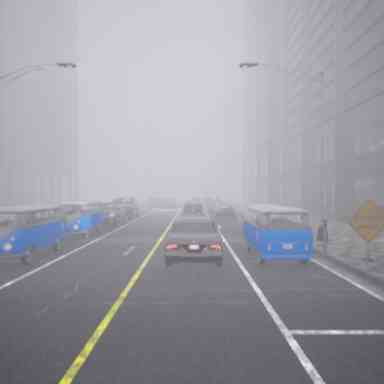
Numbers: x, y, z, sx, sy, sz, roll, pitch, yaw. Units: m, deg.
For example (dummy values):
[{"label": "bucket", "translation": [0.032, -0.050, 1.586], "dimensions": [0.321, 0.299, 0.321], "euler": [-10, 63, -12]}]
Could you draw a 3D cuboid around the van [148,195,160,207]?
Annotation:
[{"label": "van", "translation": [-5.746, 1.376, 50.926], "dimensions": [1.690, 1.788, 3.998], "euler": [0, 0, 0]}]

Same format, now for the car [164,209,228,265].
[{"label": "car", "translation": [0.070, 1.556, 11.613], "dimensions": [2.033, 1.411, 5.357], "euler": [0, 0, 0]}]

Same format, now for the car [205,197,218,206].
[{"label": "car", "translation": [2.776, 1.594, 39.644], "dimensions": [1.947, 1.339, 4.313], "euler": [0, 0, 0]}]

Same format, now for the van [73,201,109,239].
[{"label": "van", "translation": [-5.759, 1.354, 17.080], "dimensions": [1.690, 1.788, 3.998], "euler": [0, 0, 0]}]

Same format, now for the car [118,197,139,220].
[{"label": "car", "translation": [-5.755, 1.336, 28.362], "dimensions": [2.192, 1.841, 5.009], "euler": [0, 0, 0]}]

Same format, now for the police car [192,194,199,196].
[{"label": "police car", "translation": [0.916, 1.472, 69.693], "dimensions": [1.930, 1.638, 5.238], "euler": [0, 0, 0]}]

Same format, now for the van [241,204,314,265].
[{"label": "van", "translation": [2.764, 1.350, 11.441], "dimensions": [1.690, 1.788, 3.998], "euler": [0, 0, 0]}]

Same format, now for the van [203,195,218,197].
[{"label": "van", "translation": [2.777, 1.372, 45.285], "dimensions": [1.690, 1.788, 3.998], "euler": [0, 0, 0]}]

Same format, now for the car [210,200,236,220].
[{"label": "car", "translation": [2.771, 1.602, 28.363], "dimensions": [1.802, 1.307, 4.206], "euler": [0, 0, 0]}]

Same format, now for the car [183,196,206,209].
[{"label": "car", "translation": [0.104, 1.501, 33.028], "dimensions": [1.882, 1.535, 5.008], "euler": [0, 0, 0]}]

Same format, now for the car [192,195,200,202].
[{"label": "car", "translation": [0.868, 1.555, 79.584], "dimensions": [1.837, 1.490, 4.892], "euler": [0, 0, 0]}]

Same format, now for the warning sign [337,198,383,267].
[{"label": "warning sign", "translation": [5.076, 1.122, 9.578], "dimensions": [1.300, 1.860, 1.060], "euler": [0, 0, 0]}]

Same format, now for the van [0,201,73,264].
[{"label": "van", "translation": [-5.761, 1.350, 11.439], "dimensions": [1.690, 1.788, 3.998], "euler": [0, 0, 0]}]

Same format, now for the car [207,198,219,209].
[{"label": "car", "translation": [2.774, 1.606, 34.003], "dimensions": [1.802, 1.307, 4.206], "euler": [0, 0, 0]}]

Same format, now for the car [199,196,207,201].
[{"label": "car", "translation": [2.794, 1.616, 84.769], "dimensions": [1.947, 1.339, 4.313], "euler": [0, 0, 0]}]

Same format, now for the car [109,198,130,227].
[{"label": "car", "translation": [-5.757, 1.457, 22.721], "dimensions": [1.967, 1.590, 4.097], "euler": [0, 0, 0]}]

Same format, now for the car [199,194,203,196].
[{"label": "car", "translation": [2.787, 1.589, 67.847], "dimensions": [1.887, 1.381, 4.507], "euler": [0, 0, 0]}]

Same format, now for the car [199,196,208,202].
[{"label": "car", "translation": [2.792, 1.600, 79.128], "dimensions": [2.008, 1.369, 4.403], "euler": [0, 0, 0]}]

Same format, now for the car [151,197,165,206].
[{"label": "car", "translation": [-5.743, 1.583, 56.567], "dimensions": [1.887, 1.381, 4.507], "euler": [0, 0, 0]}]

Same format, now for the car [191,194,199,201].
[{"label": "car", "translation": [0.783, 1.402, 85.554], "dimensions": [2.097, 1.767, 4.553], "euler": [0, 0, 0]}]

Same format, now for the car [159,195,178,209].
[{"label": "car", "translation": [-3.070, 1.538, 46.295], "dimensions": [1.837, 1.490, 4.892], "euler": [0, 0, 0]}]
